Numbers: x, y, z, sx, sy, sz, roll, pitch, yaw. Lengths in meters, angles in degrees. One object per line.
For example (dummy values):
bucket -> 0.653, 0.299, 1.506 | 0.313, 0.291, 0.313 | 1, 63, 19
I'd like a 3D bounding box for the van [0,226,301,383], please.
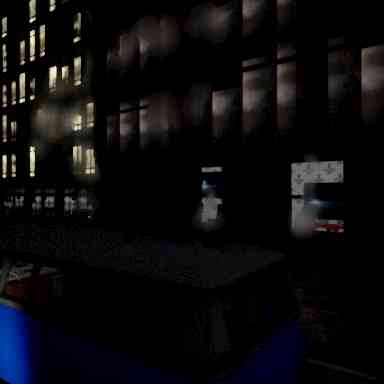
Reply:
van -> -0.909, 1.341, 3.522 | 3.998, 1.788, 1.690 | 0, 0, 35
